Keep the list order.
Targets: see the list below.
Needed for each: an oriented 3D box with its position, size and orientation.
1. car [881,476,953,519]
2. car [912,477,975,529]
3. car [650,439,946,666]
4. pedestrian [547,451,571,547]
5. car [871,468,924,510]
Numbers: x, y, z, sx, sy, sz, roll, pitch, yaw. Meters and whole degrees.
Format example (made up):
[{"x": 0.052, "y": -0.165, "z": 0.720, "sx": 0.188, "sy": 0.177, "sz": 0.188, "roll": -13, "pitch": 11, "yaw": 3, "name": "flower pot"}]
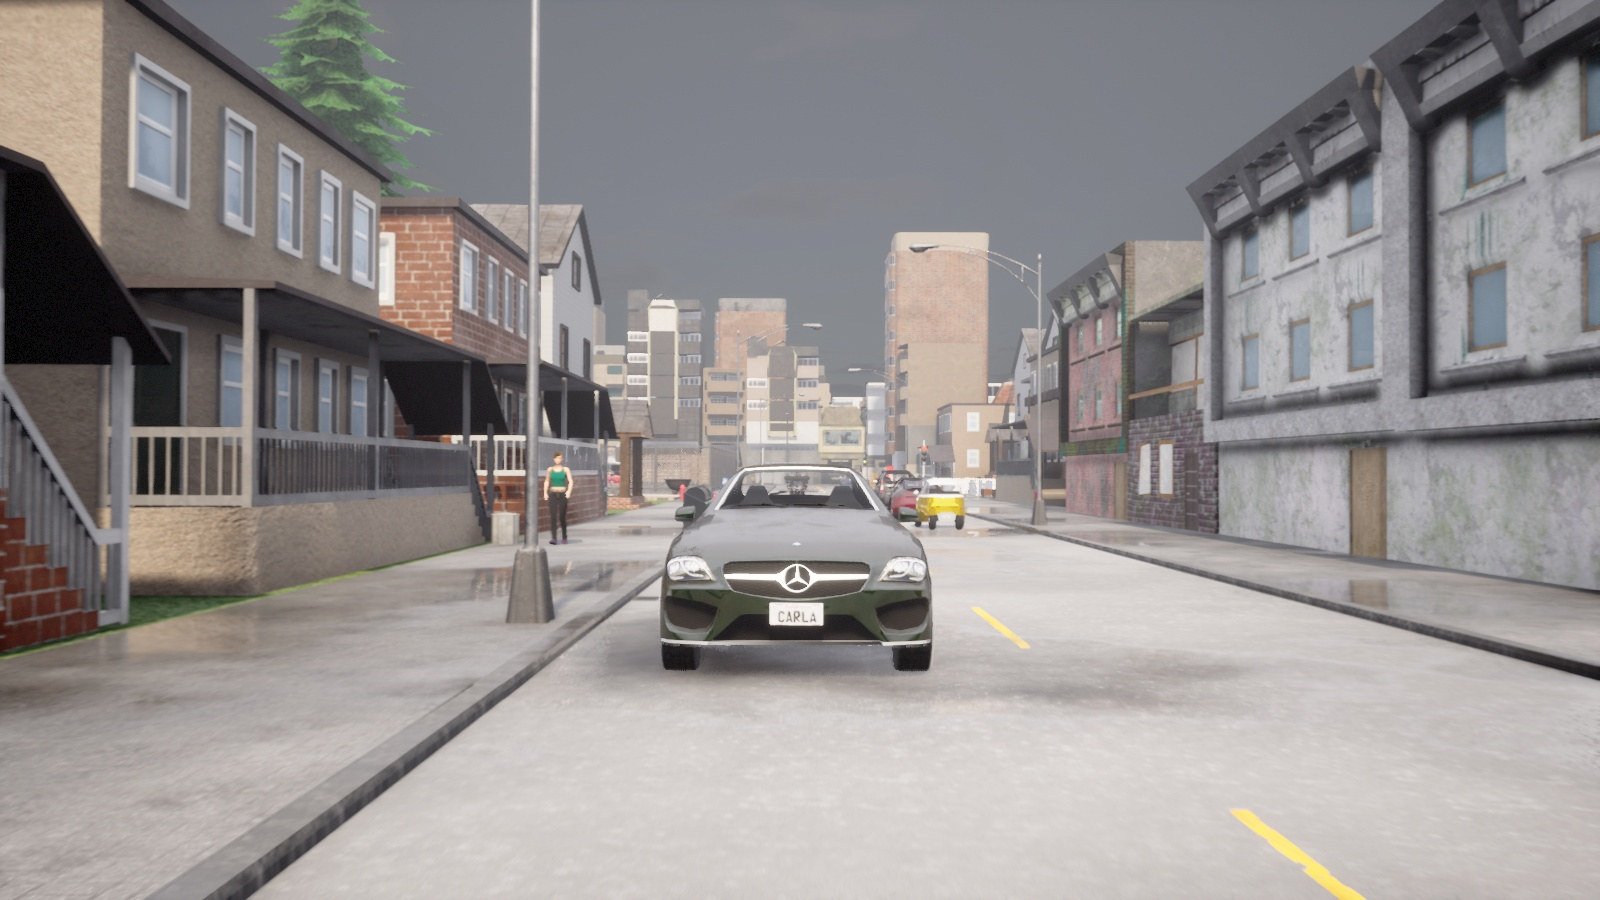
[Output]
[{"x": 3.930, "y": 1.578, "z": 42.689, "sx": 1.994, "sy": 1.385, "sz": 4.181, "roll": 0, "pitch": -1, "yaw": -1, "name": "car"}, {"x": 3.939, "y": 1.436, "z": 34.731, "sx": 1.481, "sy": 1.376, "sz": 2.207, "roll": 0, "pitch": -1, "yaw": 0, "name": "car"}, {"x": -0.021, "y": 0.789, "z": 11.678, "sx": 2.152, "sy": 1.651, "sz": 5.027, "roll": 0, "pitch": -1, "yaw": 0, "name": "car"}, {"x": -4.676, "y": 0.950, "z": 24.369, "sx": 0.345, "sy": 1.836, "sz": 0.594, "roll": 0, "pitch": -1, "yaw": -1, "name": "pedestrian"}, {"x": 3.910, "y": 1.551, "z": 50.966, "sx": 1.851, "sy": 1.617, "sz": 3.988, "roll": 0, "pitch": -1, "yaw": 0, "name": "car"}]
